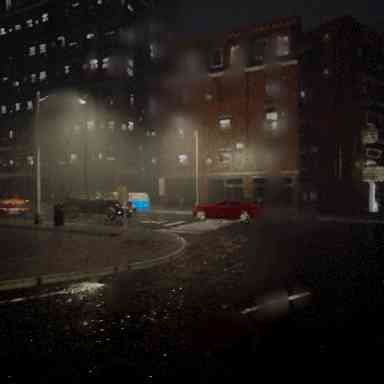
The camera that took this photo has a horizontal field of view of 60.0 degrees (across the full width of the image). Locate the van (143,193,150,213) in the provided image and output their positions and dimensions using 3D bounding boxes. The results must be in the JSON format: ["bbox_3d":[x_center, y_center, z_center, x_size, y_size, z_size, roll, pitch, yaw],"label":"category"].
[{"bbox_3d":[-5.704,0.927,29.638,3.998,1.788,1.690,1,0,25],"label":"van"}]

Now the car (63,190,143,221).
[{"bbox_3d":[-6.611,0.868,23.647,5.566,2.045,2.150,1,1,25],"label":"car"}]

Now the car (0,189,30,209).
[{"bbox_3d":[-15.885,0.840,27.966,4.553,1.767,2.097,1,1,25],"label":"car"}]

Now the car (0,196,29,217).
[{"bbox_3d":[-14.441,1.129,24.454,4.206,1.307,1.802,1,0,25],"label":"car"}]

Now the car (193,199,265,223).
[{"bbox_3d":[2.499,1.235,23.052,5.008,1.535,1.882,1,1,23],"label":"car"}]

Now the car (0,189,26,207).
[{"bbox_3d":[-21.025,0.635,36.759,5.009,1.841,2.192,1,0,25],"label":"car"}]
